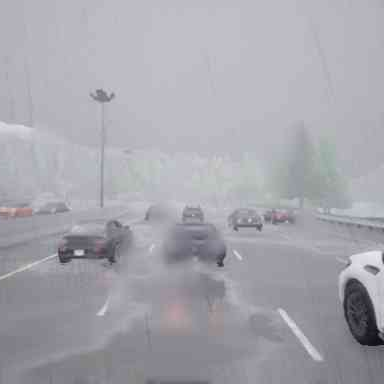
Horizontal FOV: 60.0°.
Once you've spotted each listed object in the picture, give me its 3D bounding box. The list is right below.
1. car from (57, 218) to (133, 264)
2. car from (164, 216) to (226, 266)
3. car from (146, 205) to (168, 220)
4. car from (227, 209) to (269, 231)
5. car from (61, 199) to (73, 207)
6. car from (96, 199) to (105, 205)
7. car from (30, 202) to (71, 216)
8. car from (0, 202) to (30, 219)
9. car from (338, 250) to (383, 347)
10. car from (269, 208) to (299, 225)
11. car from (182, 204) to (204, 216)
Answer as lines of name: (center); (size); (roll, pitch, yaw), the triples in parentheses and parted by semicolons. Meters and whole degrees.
car: (-3.409, 1.688, 12.364); (1.812, 1.442, 4.674); (0, -1, 0)
car: (0.093, 1.761, 12.093); (1.895, 1.301, 4.718); (0, -1, 0)
car: (-3.450, 1.999, 33.163); (1.994, 1.385, 4.181); (0, -1, -1)
car: (3.583, 1.851, 23.104); (2.033, 1.411, 5.357); (0, -1, 0)
car: (-27.323, 2.376, 72.886); (2.128, 1.511, 4.902); (0, -1, -18)
car: (-20.528, 2.399, 74.595); (1.812, 1.442, 4.674); (0, -1, -16)
car: (-14.208, 1.796, 33.930); (2.097, 1.767, 4.553); (0, -1, -1)
car: (-17.693, 1.786, 33.208); (2.097, 1.767, 4.553); (0, -1, -1)
car: (3.558, 1.270, 3.326); (2.150, 2.045, 5.566); (0, 0, 0)
car: (7.092, 1.957, 27.092); (1.895, 1.301, 4.718); (0, -1, 0)
car: (0.069, 1.909, 31.801); (2.128, 1.511, 4.902); (0, -1, -1)
